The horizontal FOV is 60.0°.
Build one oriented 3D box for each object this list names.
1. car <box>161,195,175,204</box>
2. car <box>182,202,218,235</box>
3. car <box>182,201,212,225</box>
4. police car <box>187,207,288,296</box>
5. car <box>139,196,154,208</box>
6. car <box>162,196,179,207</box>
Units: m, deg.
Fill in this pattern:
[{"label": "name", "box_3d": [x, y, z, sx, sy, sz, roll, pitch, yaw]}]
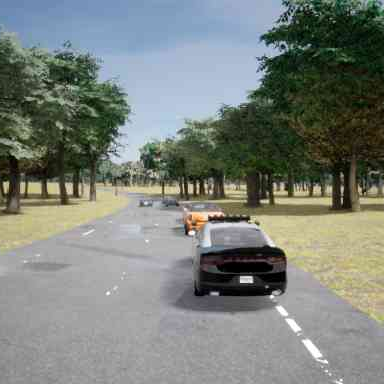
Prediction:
[{"label": "car", "box_3d": [-4.261, 1.349, 58.819, 2.033, 1.411, 5.357, 0, 0, -9]}, {"label": "car", "box_3d": [0.602, 1.321, 18.680, 2.097, 1.767, 4.553, 0, 0, -3]}, {"label": "car", "box_3d": [0.275, 1.478, 24.743, 1.812, 1.442, 4.674, 0, 0, -4]}, {"label": "police car", "box_3d": [0.950, 1.416, 8.757, 1.930, 1.638, 5.238, 0, 0, -1]}, {"label": "car", "box_3d": [-6.348, 1.371, 46.333, 2.128, 1.511, 4.902, 0, 0, -7]}, {"label": "car", "box_3d": [-2.941, 1.408, 48.595, 2.033, 1.411, 5.357, 0, 0, -6]}]
